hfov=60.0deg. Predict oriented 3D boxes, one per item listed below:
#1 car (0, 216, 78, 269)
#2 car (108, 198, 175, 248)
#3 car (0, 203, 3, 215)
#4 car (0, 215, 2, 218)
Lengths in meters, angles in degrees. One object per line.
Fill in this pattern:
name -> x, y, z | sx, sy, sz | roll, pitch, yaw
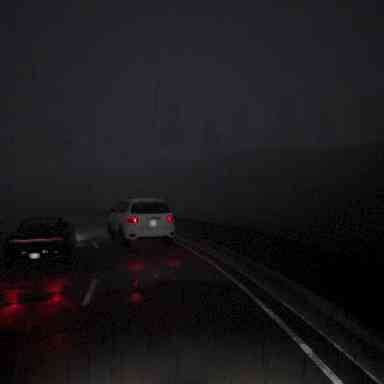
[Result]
car -> -5.174, 1.619, 11.798 | 2.128, 1.511, 4.902 | -1, 0, -17
car -> -2.509, 1.306, 15.533 | 2.150, 2.045, 5.566 | 0, -1, -22
car -> -25.497, 2.109, 40.781 | 4.674, 1.442, 1.812 | -1, -1, 27
car -> -15.823, 1.909, 24.911 | 2.033, 1.411, 5.357 | -1, 0, -44
